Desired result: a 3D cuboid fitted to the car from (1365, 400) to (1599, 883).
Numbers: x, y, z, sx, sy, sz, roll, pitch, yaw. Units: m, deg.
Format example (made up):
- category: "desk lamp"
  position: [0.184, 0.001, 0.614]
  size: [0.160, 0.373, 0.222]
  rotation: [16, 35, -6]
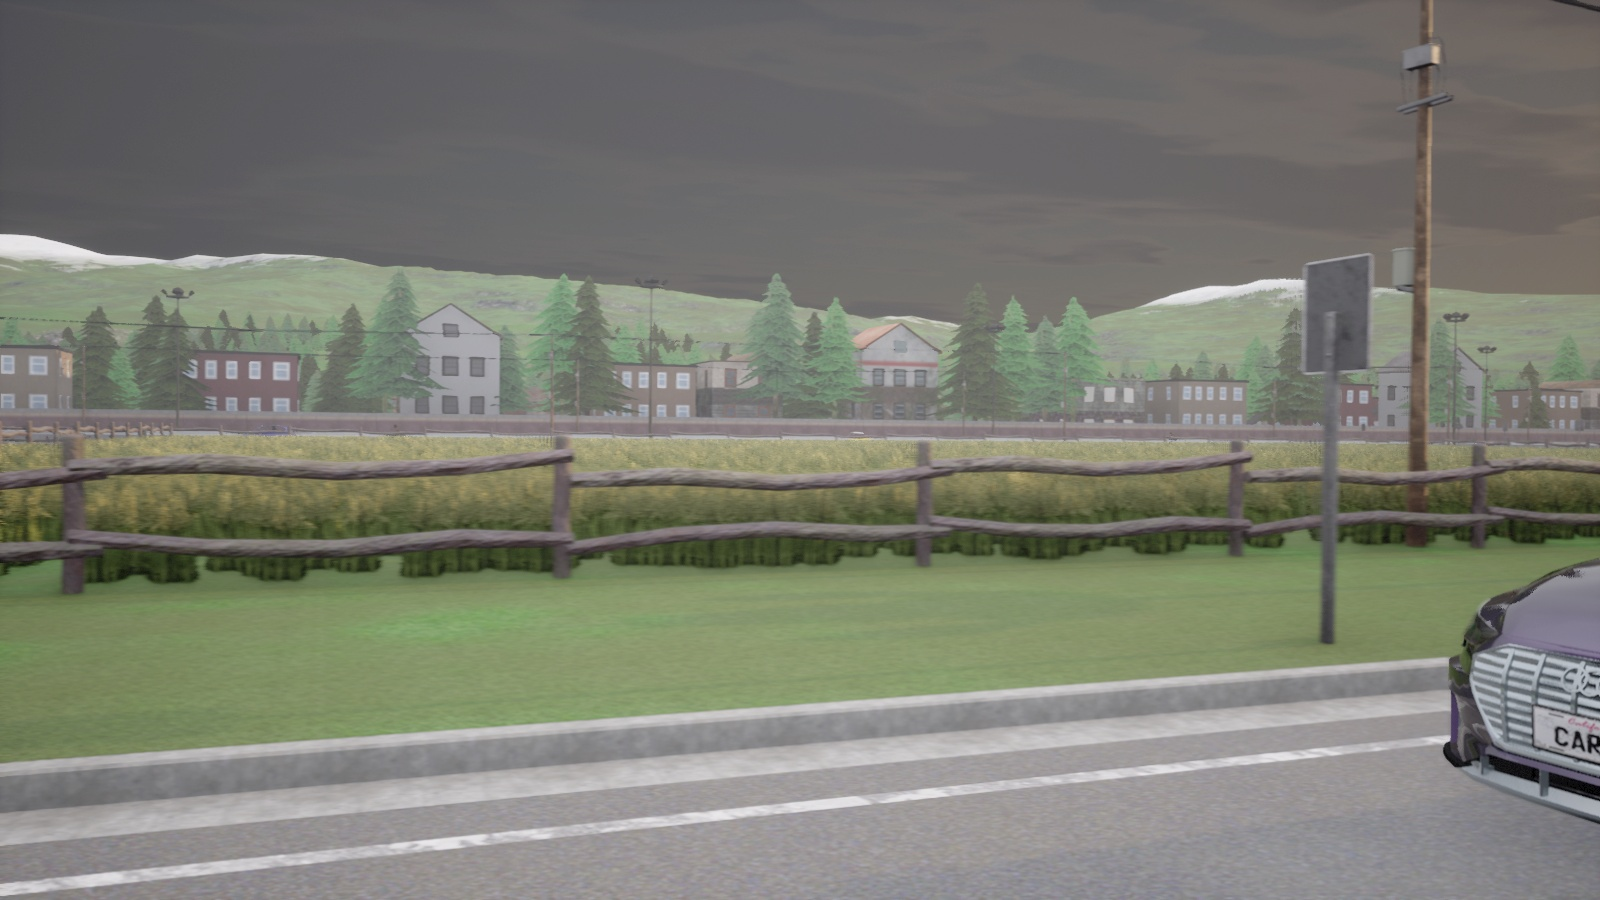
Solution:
- category: "car"
  position: [4.988, 0.581, 5.133]
  size: [4.856, 1.649, 2.033]
  rotation: [-2, 1, -21]
